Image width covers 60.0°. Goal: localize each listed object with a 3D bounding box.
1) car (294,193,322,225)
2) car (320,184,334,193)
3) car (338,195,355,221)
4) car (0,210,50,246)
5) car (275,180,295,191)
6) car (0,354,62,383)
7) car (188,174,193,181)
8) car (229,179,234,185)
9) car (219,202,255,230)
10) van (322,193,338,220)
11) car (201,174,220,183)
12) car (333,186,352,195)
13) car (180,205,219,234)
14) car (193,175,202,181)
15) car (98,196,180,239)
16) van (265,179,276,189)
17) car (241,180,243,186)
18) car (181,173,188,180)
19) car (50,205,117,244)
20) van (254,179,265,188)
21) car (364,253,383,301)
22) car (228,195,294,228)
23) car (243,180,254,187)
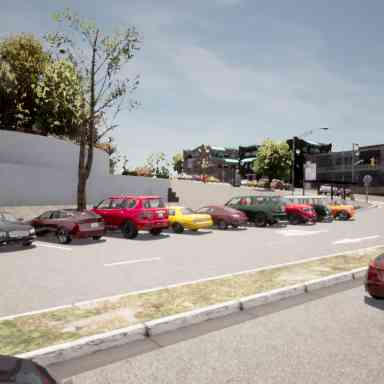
[{"bbox_3d":[6.151,1.267,24.498,5.566,2.045,2.435,-1,-1,35],"label":"car"},{"bbox_3d":[24.305,-0.425,58.879,2.435,2.045,5.566,7,3,35],"label":"car"},{"bbox_3d":[11.099,1.404,27.917,4.553,1.767,2.185,-1,-1,35],"label":"car"},{"bbox_3d":[-8.584,1.493,14.092,4.892,1.521,2.231,-1,-1,35],"label":"car"},{"bbox_3d":[19.097,-0.991,66.266,2.231,1.521,4.892,7,3,35],"label":"car"},{"bbox_3d":[-2.855,1.504,1.097,4.892,1.490,1.837,0,0,-35],"label":"car"},{"bbox_3d":[1.715,-3.849,90.853,2.185,1.767,4.553,6,3,34],"label":"car"},{"bbox_3d":[10.463,-2.316,78.615,2.002,1.452,4.674,7,3,35],"label":"car"},{"bbox_3d":[1.209,1.549,21.036,4.674,1.452,2.002,-1,-1,35],"label":"car"},{"bbox_3d":[8.690,1.297,26.167,4.442,1.987,1.878,-1,-1,35],"label":"van"},{"bbox_3d":[5.359,-3.175,86.127,1.946,1.575,5.366,7,3,34],"label":"car"},{"bbox_3d":[25.996,0.137,56.406,2.002,1.452,4.674,7,3,35],"label":"car"},{"bbox_3d":[-1.398,1.503,19.409,5.366,1.575,1.946,-1,-1,35],"label":"car"},{"bbox_3d":[3.508,-3.698,88.386,2.435,2.045,5.566,7,3,34],"label":"car"},{"bbox_3d":[-3.718,1.248,17.582,5.566,2.045,2.435,-1,-1,35],"label":"car"},{"bbox_3d":[17.337,-1.490,68.629,1.878,1.987,4.442,7,4,35],"label":"van"},{"bbox_3d":[12.204,-2.042,76.153,2.002,1.452,4.674,7,4,35],"label":"car"},{"bbox_3d":[-0.015,-4.084,93.323,2.185,1.767,4.553,4,1,33],"label":"car"},{"bbox_3d":[-6.163,1.524,15.838,4.792,1.488,2.163,-1,-1,35],"label":"car"},{"bbox_3d":[15.609,-1.763,71.100,1.878,1.987,4.442,7,4,35],"label":"van"},{"bbox_3d":[5.588,1.574,7.121,4.181,1.385,1.994,0,0,-34],"label":"car"},{"bbox_3d":[3.637,1.263,22.793,5.566,2.045,2.435,-1,-1,35],"label":"car"},{"bbox_3d":[14.035,-1.811,73.832,1.946,1.575,5.366,7,3,35],"label":"car"}]
